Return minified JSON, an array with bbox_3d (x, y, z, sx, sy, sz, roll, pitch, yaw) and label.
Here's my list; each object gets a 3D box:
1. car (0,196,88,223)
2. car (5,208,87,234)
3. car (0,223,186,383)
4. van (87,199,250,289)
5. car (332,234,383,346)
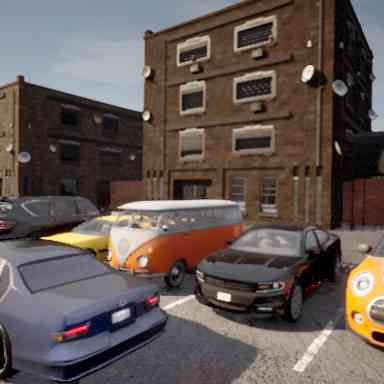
[{"bbox_3d":[-4.734,1.162,12.372,2.435,2.045,5.566,0,0,36],"label":"car"},{"bbox_3d":[-2.616,1.427,10.596,1.946,1.575,5.366,0,0,36],"label":"car"},{"bbox_3d":[-2.889,1.514,5.442,5.357,1.411,2.033,0,0,36],"label":"car"},{"bbox_3d":[-0.330,1.220,9.049,1.878,1.987,4.442,0,0,36],"label":"van"},{"bbox_3d":[4.243,1.355,5.966,2.185,1.767,4.553,0,0,36],"label":"car"}]
